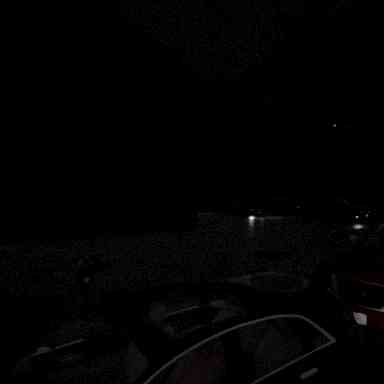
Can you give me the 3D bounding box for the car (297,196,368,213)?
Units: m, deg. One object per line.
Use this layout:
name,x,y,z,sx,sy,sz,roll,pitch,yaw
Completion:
car,11.011,1.361,26.199,2.150,2.045,5.566,0,-1,-36

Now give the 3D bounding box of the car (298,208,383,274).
car,4.198,1.311,5.804,5.009,1.841,2.192,0,0,-35

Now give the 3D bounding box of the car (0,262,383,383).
car,-0.251,1.550,2.632,4.403,1.369,2.008,0,0,-35

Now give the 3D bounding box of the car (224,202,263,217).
car,5.211,1.762,34.303,1.812,1.442,4.674,0,-1,-36
